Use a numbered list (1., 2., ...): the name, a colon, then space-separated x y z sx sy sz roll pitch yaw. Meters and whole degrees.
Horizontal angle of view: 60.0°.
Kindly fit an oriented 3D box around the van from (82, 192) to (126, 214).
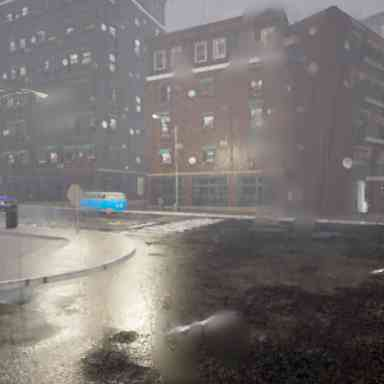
1. van: -7.520 0.901 28.331 3.998 1.788 1.690 1 0 25

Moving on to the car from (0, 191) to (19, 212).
1. car: -16.050 0.723 25.896 5.566 2.045 2.150 1 1 25
